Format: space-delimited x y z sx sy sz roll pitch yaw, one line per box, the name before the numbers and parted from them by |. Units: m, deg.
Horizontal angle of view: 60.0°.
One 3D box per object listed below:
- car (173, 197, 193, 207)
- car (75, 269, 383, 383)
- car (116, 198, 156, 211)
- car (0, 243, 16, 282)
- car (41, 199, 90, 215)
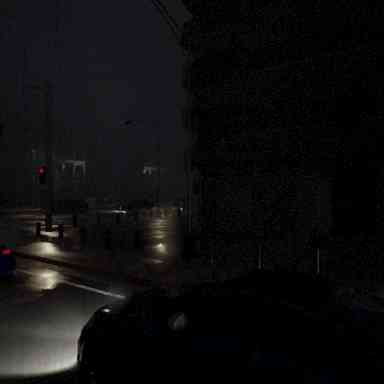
car | -0.751 1.449 49.406 1.837 1.490 4.892 0 0 36
car | 0.683 1.564 3.504 4.181 1.385 1.994 0 0 36
car | -6.808 1.492 41.050 2.033 1.411 5.357 0 0 36
car | -6.351 1.564 8.508 4.181 1.385 1.994 0 0 36
car | -12.539 1.449 33.120 1.837 1.490 4.892 0 0 36
